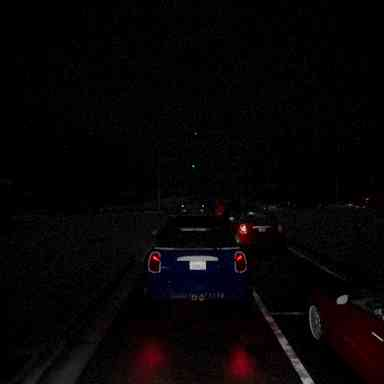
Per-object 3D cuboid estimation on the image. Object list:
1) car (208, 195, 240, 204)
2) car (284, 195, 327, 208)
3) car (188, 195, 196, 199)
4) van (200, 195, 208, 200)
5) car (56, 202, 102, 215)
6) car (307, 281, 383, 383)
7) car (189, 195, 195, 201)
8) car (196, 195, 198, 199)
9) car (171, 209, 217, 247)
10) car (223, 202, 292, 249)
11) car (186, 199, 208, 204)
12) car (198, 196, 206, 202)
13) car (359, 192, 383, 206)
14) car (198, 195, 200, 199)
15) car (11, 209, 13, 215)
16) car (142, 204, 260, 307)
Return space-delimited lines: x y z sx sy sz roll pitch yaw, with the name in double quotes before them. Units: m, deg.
"car" 2.616 1.323 25.162 2.192 1.841 5.009 -1 0 0
"car" 13.555 1.132 39.866 4.892 1.490 1.837 -1 1 0
"car" -0.031 1.636 81.652 2.128 1.511 4.902 0 0 0
"van" 2.605 1.381 51.524 1.690 1.788 3.998 -1 0 0
"car" -12.476 1.826 36.895 4.902 1.511 2.128 -2 1 1
"car" 2.628 1.581 3.553 1.802 1.307 4.206 -1 0 0
"car" -0.035 1.668 92.052 1.812 1.442 4.674 0 0 0
"car" 2.597 1.653 78.555 2.008 1.369 4.403 -1 0 0
"car" 0.089 1.603 16.049 1.895 1.301 4.718 0 0 0
"car" 2.622 1.441 14.358 1.967 1.590 4.097 -1 0 0
"car" 0.085 1.574 27.803 1.994 1.385 4.181 0 0 0
"car" 2.595 1.663 83.962 1.887 1.381 4.507 -1 0 0
"car" 22.507 0.764 39.871 4.553 1.767 2.097 -1 1 0
"car" 2.602 1.365 56.930 2.192 1.841 5.009 -1 0 0
"car" -22.577 2.109 36.876 5.008 1.535 1.882 -2 1 0
"car" 0.065 1.351 8.160 2.097 1.767 4.553 0 0 -1
